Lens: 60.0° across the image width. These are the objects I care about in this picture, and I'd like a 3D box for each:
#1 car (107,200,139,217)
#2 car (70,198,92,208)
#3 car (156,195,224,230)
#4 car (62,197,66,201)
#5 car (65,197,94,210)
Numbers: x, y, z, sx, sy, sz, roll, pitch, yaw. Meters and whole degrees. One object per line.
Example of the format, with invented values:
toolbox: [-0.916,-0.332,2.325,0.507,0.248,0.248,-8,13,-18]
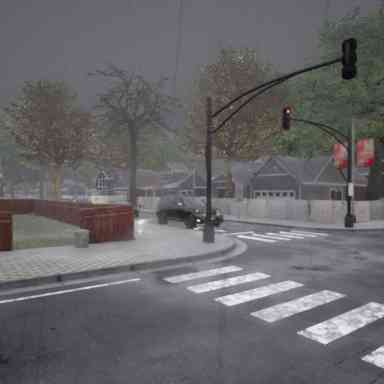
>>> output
car: [-6.599,1.511,30.694,1.882,1.535,5.008,0,0,-36]
car: [-16.569,1.651,49.678,1.994,1.385,4.181,0,0,-35]
car: [-0.316,1.241,21.856,2.150,2.045,5.566,1,-1,-35]
car: [-22.218,1.598,57.493,2.128,1.511,4.902,0,0,-36]
car: [-13.084,1.543,39.800,2.128,1.511,4.902,0,0,-36]
